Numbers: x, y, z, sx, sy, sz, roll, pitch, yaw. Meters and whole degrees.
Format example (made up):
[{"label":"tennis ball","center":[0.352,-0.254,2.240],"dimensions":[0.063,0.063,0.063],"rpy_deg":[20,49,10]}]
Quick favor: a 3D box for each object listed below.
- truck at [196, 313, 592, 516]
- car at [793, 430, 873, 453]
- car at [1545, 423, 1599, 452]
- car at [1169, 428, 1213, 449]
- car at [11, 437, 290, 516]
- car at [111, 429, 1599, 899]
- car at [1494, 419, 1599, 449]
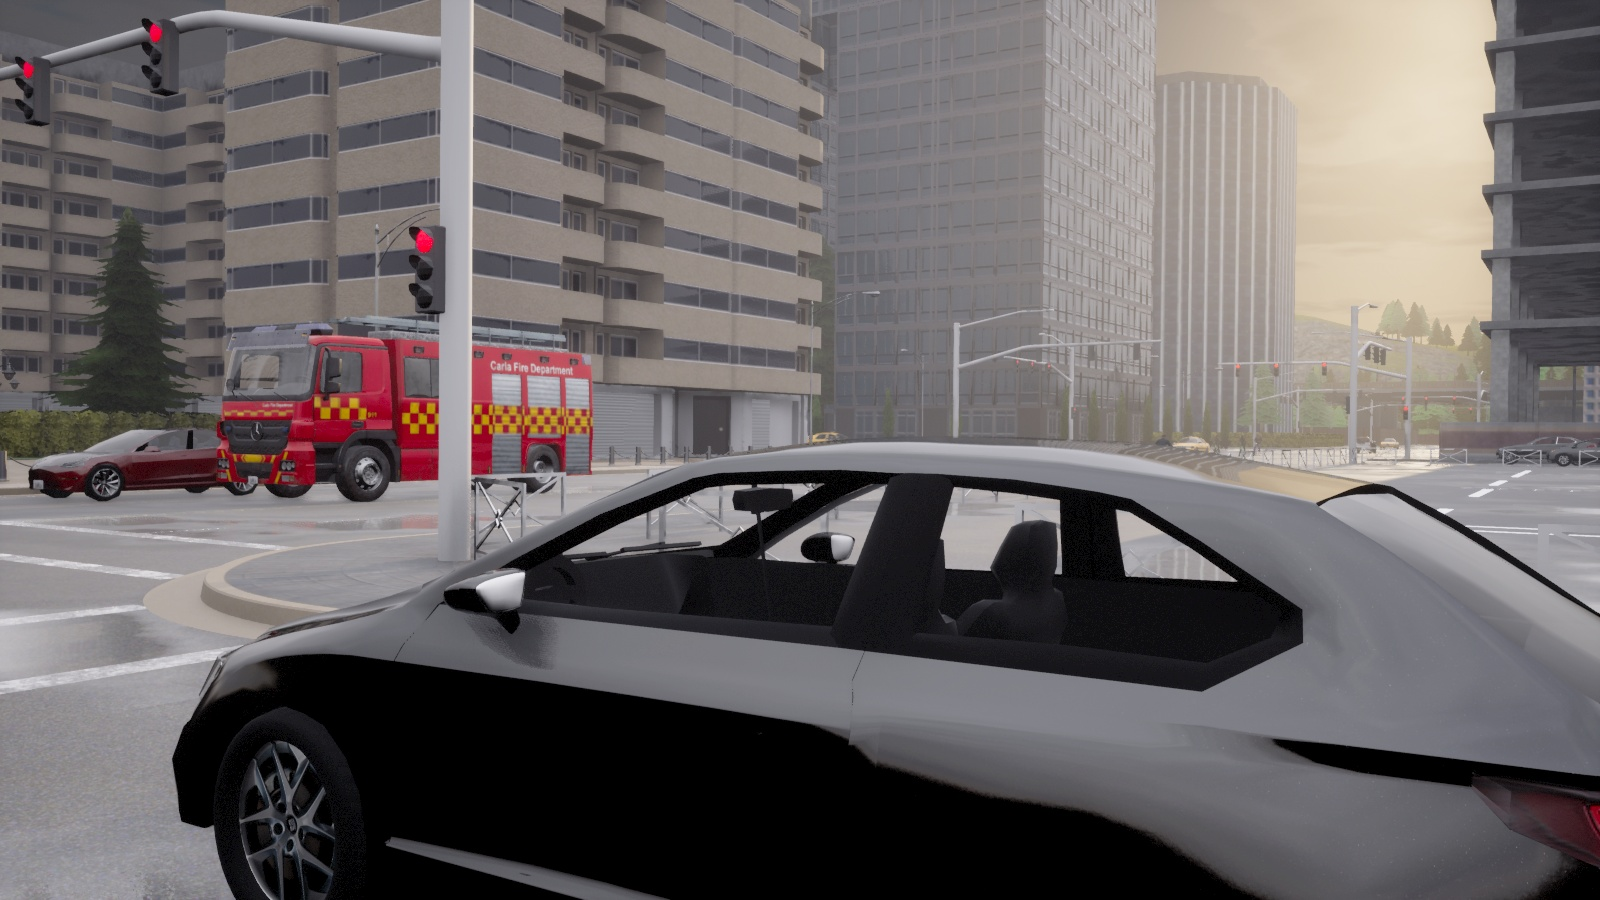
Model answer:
[{"label":"truck","center":[-8.614,-0.738,28.003],"dimensions":[2.891,3.827,8.468],"rpy_deg":[0,1,32]},{"label":"car","center":[2.286,-0.591,86.836],"dimensions":[5.366,1.575,1.801],"rpy_deg":[0,1,33]},{"label":"car","center":[42.050,-0.664,66.379],"dimensions":[4.514,1.525,2.007],"rpy_deg":[0,1,32]},{"label":"car","center":[29.585,-0.894,94.940],"dimensions":[1.801,1.575,5.366],"rpy_deg":[0,1,32]},{"label":"car","center":[-13.616,0.491,26.643],"dimensions":[2.163,1.488,4.792],"rpy_deg":[0,1,32]},{"label":"car","center":[0.098,0.696,3.550],"dimensions":[4.193,1.474,1.816],"rpy_deg":[0,1,33]},{"label":"car","center":[41.957,-0.889,70.566],"dimensions":[5.027,1.651,2.152],"rpy_deg":[0,1,32]}]
